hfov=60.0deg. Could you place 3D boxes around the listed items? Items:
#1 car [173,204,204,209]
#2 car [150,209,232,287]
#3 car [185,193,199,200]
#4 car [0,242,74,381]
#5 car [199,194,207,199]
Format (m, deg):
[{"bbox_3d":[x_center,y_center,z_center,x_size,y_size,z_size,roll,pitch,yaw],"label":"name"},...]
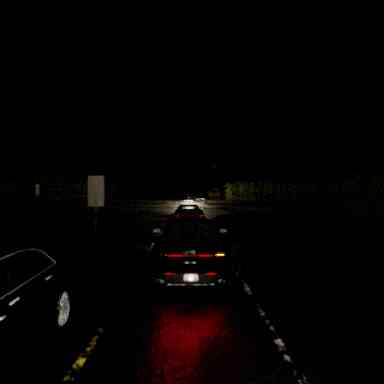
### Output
[{"bbox_3d":[-0.213,1.435,20.468,1.994,1.385,4.181,0,0,-1],"label":"car"},{"bbox_3d":[-0.052,1.447,9.126,1.837,1.490,4.892,0,1,-1],"label":"car"},{"bbox_3d":[-0.357,1.084,75.744,2.128,1.511,4.902,0,0,10],"label":"car"},{"bbox_3d":[-2.930,1.478,3.908,1.837,1.490,4.892,0,0,-1],"label":"car"},{"bbox_3d":[2.746,1.097,90.549,1.895,1.301,4.718,0,0,14],"label":"car"}]
